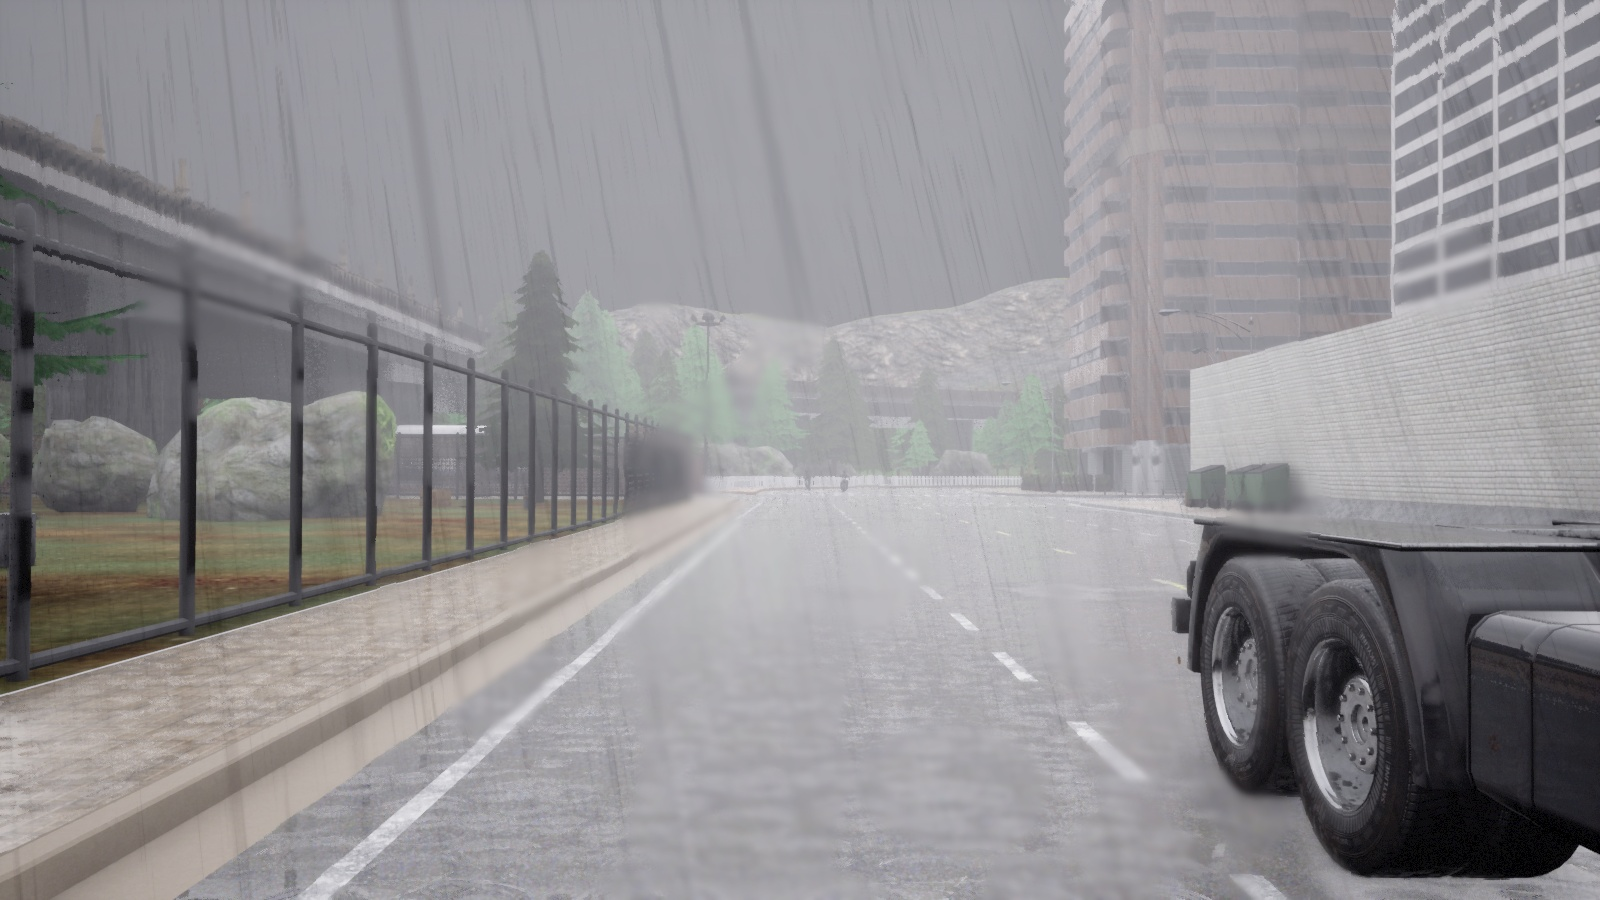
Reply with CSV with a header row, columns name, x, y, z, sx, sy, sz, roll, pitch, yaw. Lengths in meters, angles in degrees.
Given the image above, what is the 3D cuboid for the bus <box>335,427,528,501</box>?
name,x,y,z,sx,sy,sz,roll,pitch,yaw
bus,-21.710,0.828,74.502,10.273,4.253,3.944,0,-1,0

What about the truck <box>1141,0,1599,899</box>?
name,x,y,z,sx,sy,sz,roll,pitch,yaw
truck,3.487,-0.123,3.466,2.891,3.462,7.936,0,-1,0
